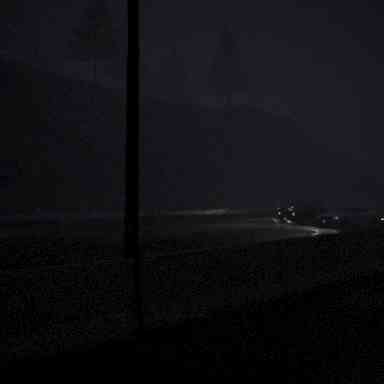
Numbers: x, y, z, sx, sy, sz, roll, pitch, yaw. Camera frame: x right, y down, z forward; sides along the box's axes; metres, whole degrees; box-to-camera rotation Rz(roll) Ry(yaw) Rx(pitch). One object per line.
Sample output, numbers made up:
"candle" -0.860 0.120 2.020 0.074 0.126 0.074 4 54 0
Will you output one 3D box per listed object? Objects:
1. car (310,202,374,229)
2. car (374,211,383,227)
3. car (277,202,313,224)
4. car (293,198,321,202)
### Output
"car" 10.471 1.593 22.212 4.674 1.442 1.812 0 0 -27
"car" 13.437 1.681 19.826 4.718 1.301 1.895 0 0 -26
"car" 8.791 1.663 25.310 4.718 1.301 1.895 0 0 -27
"car" 9.782 1.422 29.688 4.553 1.767 2.097 0 0 -25
